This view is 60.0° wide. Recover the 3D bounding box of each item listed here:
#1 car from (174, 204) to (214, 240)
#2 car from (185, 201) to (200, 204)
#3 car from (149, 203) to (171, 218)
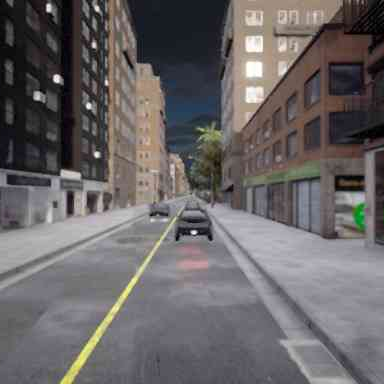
[{"bbox_3d":[0.088,1.622,17.696,1.837,1.490,4.892,0,-1,0],"label":"car"},{"bbox_3d":[0.078,1.831,40.818,1.994,1.385,4.181,0,0,0],"label":"car"},{"bbox_3d":[-3.082,1.764,33.007,2.033,1.411,5.357,0,0,0],"label":"car"}]
